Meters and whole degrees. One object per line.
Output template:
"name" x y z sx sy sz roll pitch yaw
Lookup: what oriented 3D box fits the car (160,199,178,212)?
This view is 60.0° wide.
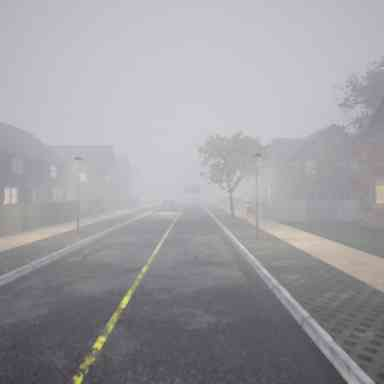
"car" -2.842 1.628 41.848 2.128 1.511 4.902 0 -1 0

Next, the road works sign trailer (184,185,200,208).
"road works sign trailer" 0.001 0.661 51.482 2.380 3.560 2.880 0 0 0
